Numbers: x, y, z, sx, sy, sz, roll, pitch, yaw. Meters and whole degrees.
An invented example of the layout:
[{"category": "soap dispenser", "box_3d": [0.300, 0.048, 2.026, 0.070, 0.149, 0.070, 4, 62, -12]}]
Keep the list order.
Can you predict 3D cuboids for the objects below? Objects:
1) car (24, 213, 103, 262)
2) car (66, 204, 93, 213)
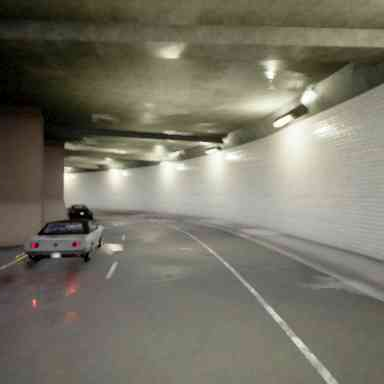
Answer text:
[{"category": "car", "box_3d": [-4.518, 1.688, 12.511, 1.895, 1.301, 4.718, 0, 0, -8]}, {"category": "car", "box_3d": [-10.037, 1.764, 29.168, 1.994, 1.385, 4.181, 0, 0, -29]}]
